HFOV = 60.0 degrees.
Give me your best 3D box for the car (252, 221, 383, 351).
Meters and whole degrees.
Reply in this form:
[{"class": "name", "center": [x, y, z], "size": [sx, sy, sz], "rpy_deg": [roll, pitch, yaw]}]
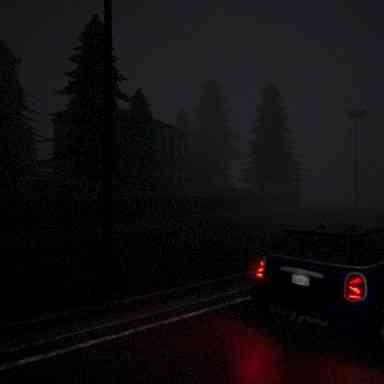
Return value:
[{"class": "car", "center": [3.225, 1.355, 6.530], "size": [4.553, 1.767, 2.097], "rpy_deg": [0, 0, -43]}]
